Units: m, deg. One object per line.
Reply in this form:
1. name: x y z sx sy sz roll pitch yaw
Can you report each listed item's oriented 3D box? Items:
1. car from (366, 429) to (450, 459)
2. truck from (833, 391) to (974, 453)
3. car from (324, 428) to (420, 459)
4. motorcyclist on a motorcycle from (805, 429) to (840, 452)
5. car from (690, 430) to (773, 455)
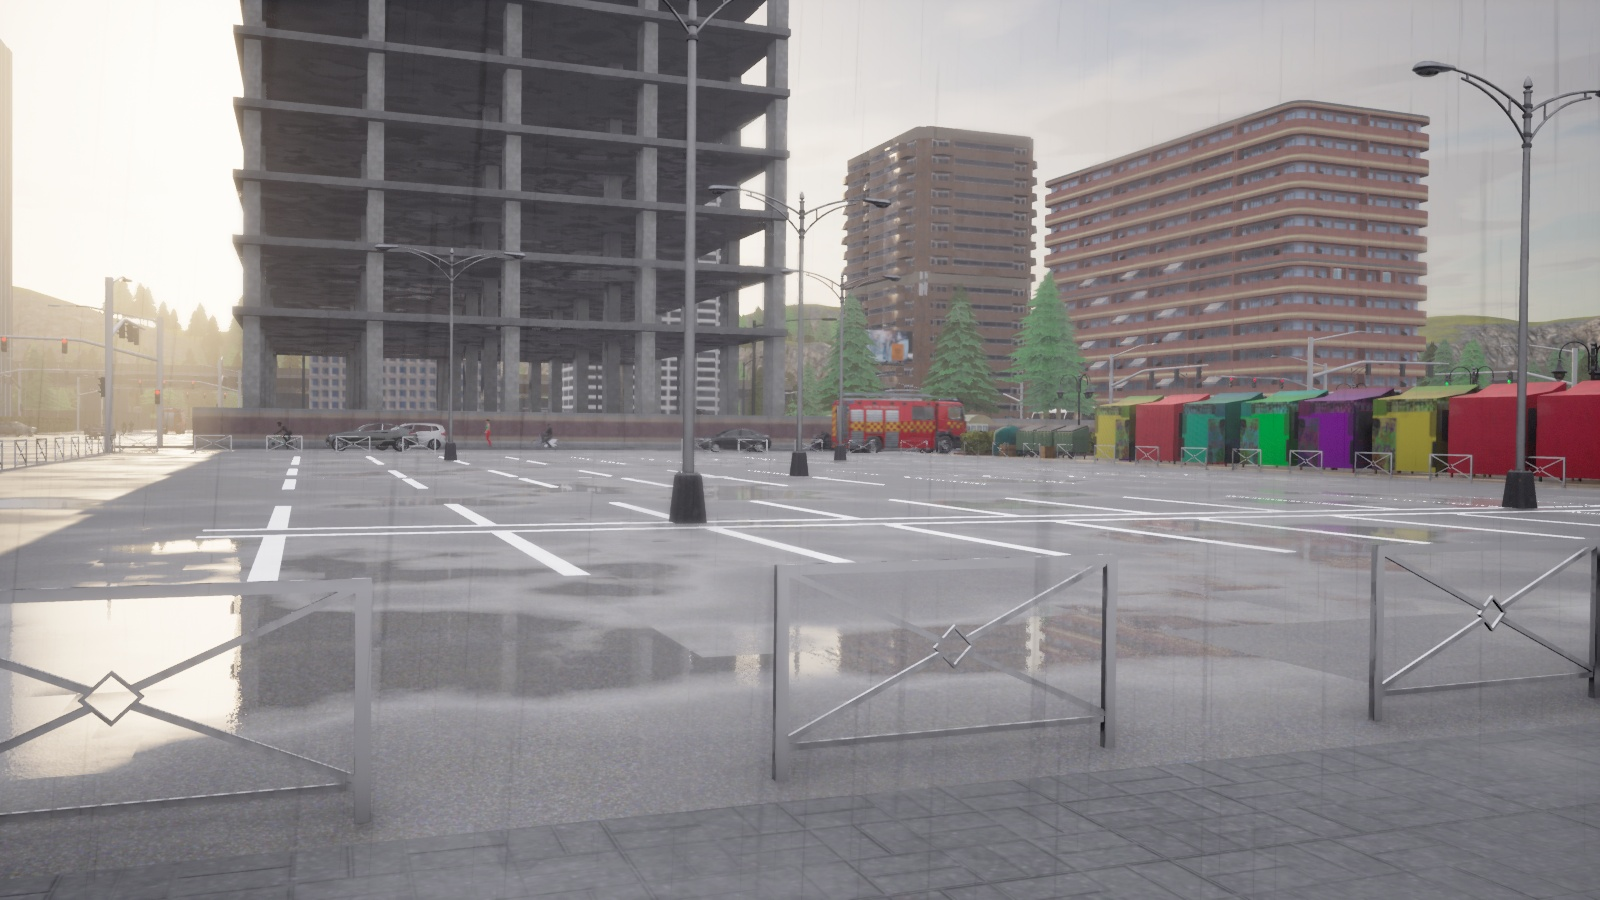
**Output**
1. car: -23.501 -0.382 75.183 4.611 1.667 2.242 -1 1 -22
2. truck: 6.598 -1.789 79.662 8.468 3.827 2.891 -1 1 -22
3. car: -24.227 -0.374 71.120 5.027 1.651 2.152 -1 1 -22
4. motorcyclist on a motorcycle: 1.504 -0.624 85.179 2.191 1.530 0.866 -1 1 -22
5. car: -4.299 -0.493 79.090 4.892 1.490 1.837 -1 1 -22
